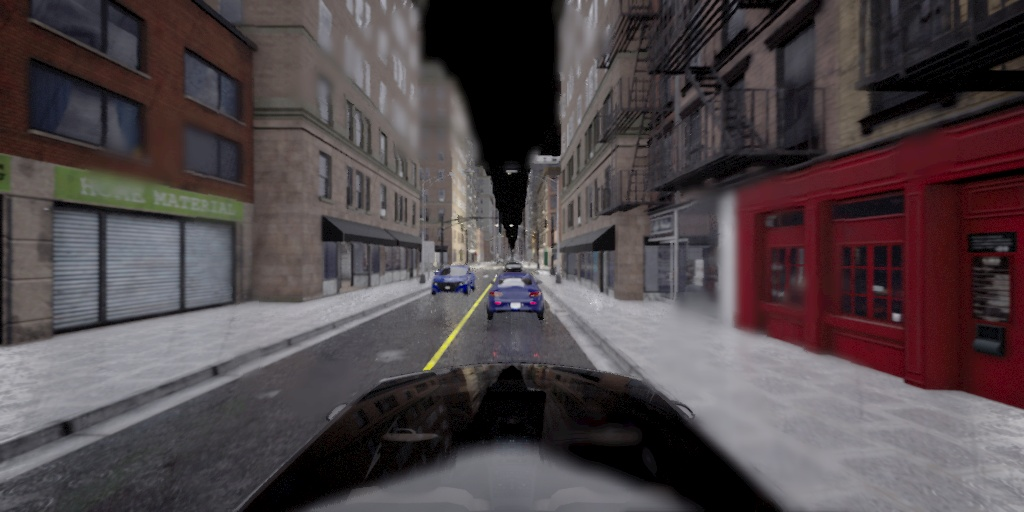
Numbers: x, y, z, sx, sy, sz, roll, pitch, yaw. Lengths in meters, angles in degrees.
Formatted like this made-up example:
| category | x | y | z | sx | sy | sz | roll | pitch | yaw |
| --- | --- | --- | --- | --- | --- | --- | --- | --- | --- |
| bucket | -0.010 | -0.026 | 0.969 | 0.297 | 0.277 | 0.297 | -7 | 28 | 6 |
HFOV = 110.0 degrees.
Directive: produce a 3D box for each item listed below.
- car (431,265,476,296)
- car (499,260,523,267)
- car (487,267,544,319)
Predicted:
| category | x | y | z | sx | sy | sz | roll | pitch | yaw |
| --- | --- | --- | --- | --- | --- | --- | --- | --- | --- |
| car | -3.077 | 1.251 | 19.663 | 1.882 | 1.535 | 5.008 | 0 | 0 | 0 |
| car | 0.118 | 1.285 | 28.078 | 1.837 | 1.490 | 4.892 | 0 | 0 | 0 |
| car | 0.108 | 1.292 | 12.805 | 1.812 | 1.442 | 4.674 | 0 | 0 | 0 |
